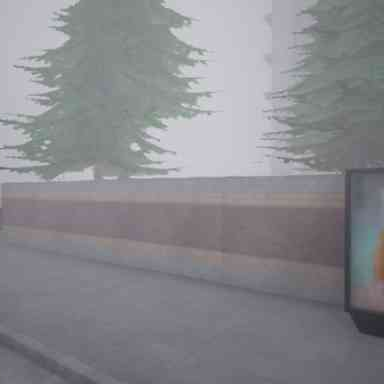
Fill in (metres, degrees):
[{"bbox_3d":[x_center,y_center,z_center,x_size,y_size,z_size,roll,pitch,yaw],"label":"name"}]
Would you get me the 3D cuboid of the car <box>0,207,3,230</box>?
[{"bbox_3d":[-12.215,1.169,17.101,2.150,2.045,5.566,1,1,31],"label":"car"}]
